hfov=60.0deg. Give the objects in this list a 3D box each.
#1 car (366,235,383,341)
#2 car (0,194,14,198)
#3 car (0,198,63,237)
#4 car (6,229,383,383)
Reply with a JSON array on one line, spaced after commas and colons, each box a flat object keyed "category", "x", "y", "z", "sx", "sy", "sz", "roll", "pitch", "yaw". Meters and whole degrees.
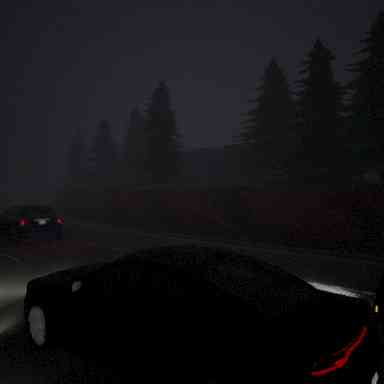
[{"category": "car", "x": 5.021, "y": 1.584, "z": 4.851, "sx": 4.181, "sy": 1.385, "sz": 1.994, "roll": 0, "pitch": 0, "yaw": 35}, {"category": "car", "x": -39.440, "y": 1.314, "z": 70.516, "sx": 2.097, "sy": 1.767, "sz": 4.553, "roll": 0, "pitch": 0, "yaw": -2}, {"category": "car", "x": -8.096, "y": 1.377, "z": 16.239, "sx": 2.097, "sy": 1.767, "sz": 4.553, "roll": 0, "pitch": 0, "yaw": -44}, {"category": "car", "x": -0.347, "y": 1.488, "z": 4.465, "sx": 5.008, "sy": 1.535, "sz": 1.882, "roll": 0, "pitch": 0, "yaw": 37}]
